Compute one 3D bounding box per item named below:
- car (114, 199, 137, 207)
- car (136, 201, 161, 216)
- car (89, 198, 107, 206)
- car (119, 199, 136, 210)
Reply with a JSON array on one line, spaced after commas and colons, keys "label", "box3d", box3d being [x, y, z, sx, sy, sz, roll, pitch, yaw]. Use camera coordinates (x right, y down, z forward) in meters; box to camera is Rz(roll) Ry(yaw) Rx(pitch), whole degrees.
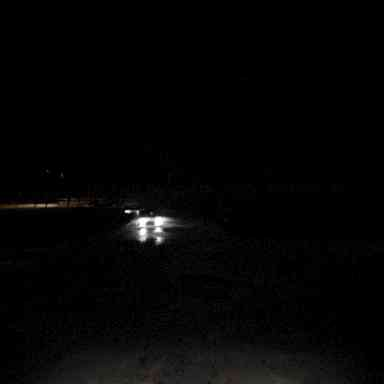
[{"label": "car", "box3d": [-11.106, 1.808, 55.533, 1.895, 1.301, 4.718, -1, 0, -37]}, {"label": "car", "box3d": [-4.297, 1.686, 33.369, 1.895, 1.301, 4.718, 0, 0, -13]}, {"label": "car", "box3d": [-17.751, 1.897, 63.031, 4.181, 1.385, 1.994, -1, 0, 42]}, {"label": "car", "box3d": [-8.539, 1.682, 45.466, 1.812, 1.442, 4.674, -1, 0, -27]}]
